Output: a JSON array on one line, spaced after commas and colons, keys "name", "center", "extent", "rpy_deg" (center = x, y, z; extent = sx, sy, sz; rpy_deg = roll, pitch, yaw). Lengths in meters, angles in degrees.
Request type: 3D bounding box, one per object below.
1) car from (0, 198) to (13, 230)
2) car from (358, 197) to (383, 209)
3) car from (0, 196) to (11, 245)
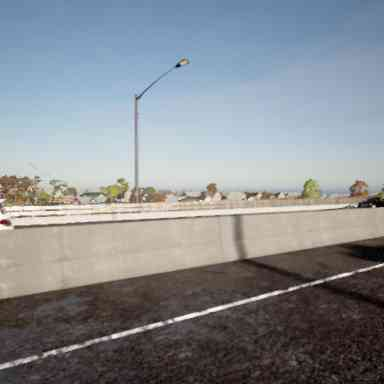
[{"name": "car", "center": [-8.795, 1.221, 10.609], "extent": [5.566, 2.045, 2.150], "rpy_deg": [0, 0, -36]}, {"name": "car", "center": [22.332, 1.371, 40.769], "extent": [5.008, 1.535, 1.882], "rpy_deg": [0, 0, -34]}, {"name": "car", "center": [-10.667, 1.220, 13.574], "extent": [5.566, 2.045, 2.150], "rpy_deg": [0, 0, -36]}]
